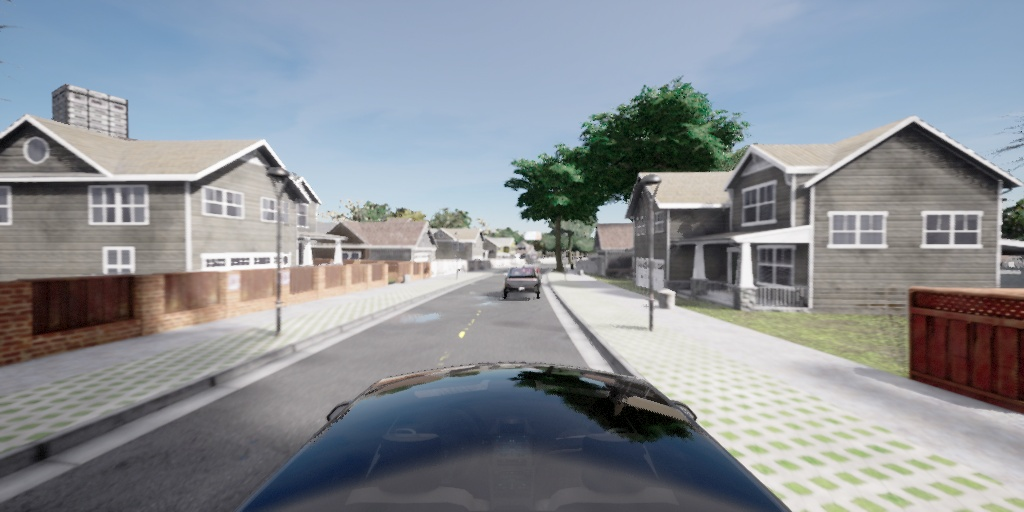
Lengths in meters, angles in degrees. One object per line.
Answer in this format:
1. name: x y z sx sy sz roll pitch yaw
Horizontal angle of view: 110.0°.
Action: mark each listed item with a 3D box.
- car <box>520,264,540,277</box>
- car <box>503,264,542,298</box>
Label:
1. car: 1.992 1.540 38.788 1.895 1.301 4.718 0 0 6
2. car: 0.554 1.314 18.998 2.128 1.511 4.902 0 0 3
